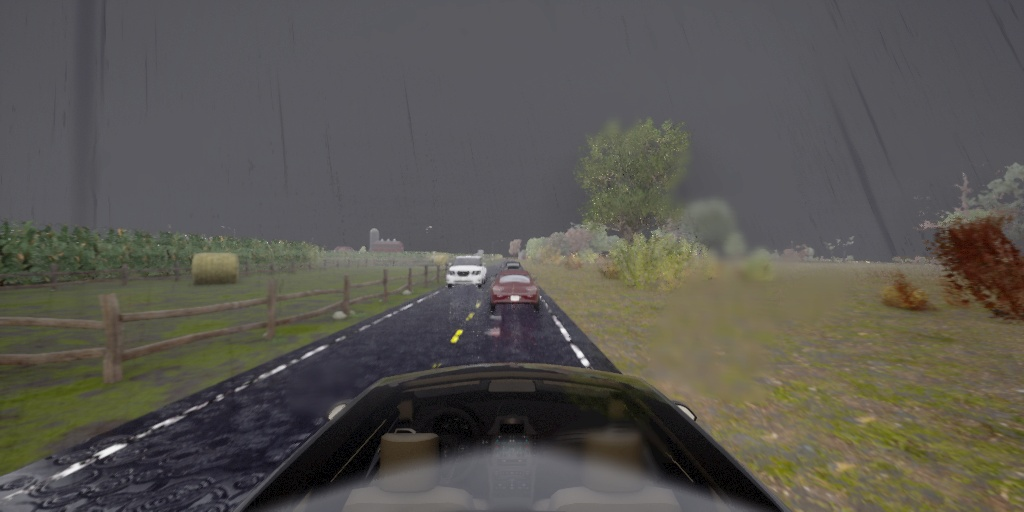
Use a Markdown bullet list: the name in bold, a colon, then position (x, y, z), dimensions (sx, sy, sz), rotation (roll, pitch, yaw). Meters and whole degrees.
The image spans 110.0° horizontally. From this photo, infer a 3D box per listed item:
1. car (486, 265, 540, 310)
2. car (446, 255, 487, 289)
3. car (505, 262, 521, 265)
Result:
- **car**: position (0.099, 1.281, 14.567), dimensions (1.812, 1.442, 4.674), rotation (0, 0, 0)
- **car**: position (-2.851, 0.985, 23.670), dimensions (2.150, 2.045, 5.566), rotation (0, 0, 0)
- **car**: position (0.100, 1.281, 32.705), dimensions (1.837, 1.490, 4.892), rotation (0, 0, 0)
